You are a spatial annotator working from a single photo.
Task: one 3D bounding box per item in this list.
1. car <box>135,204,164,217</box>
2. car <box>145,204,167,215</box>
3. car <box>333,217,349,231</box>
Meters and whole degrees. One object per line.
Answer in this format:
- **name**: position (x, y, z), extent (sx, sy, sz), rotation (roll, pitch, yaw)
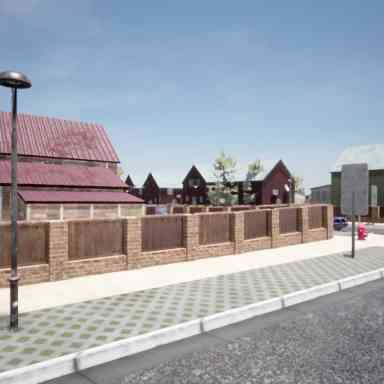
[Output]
- **car**: position (-6.037, 2.516, 47.143), extent (2.097, 1.767, 4.553), rotation (1, -2, -36)
- **car**: position (-3.780, 2.235, 38.991), extent (2.097, 1.767, 4.553), rotation (1, -2, -36)
- **car**: position (8.013, 1.923, 22.620), extent (1.895, 1.301, 4.718), rotation (1, -2, -36)
